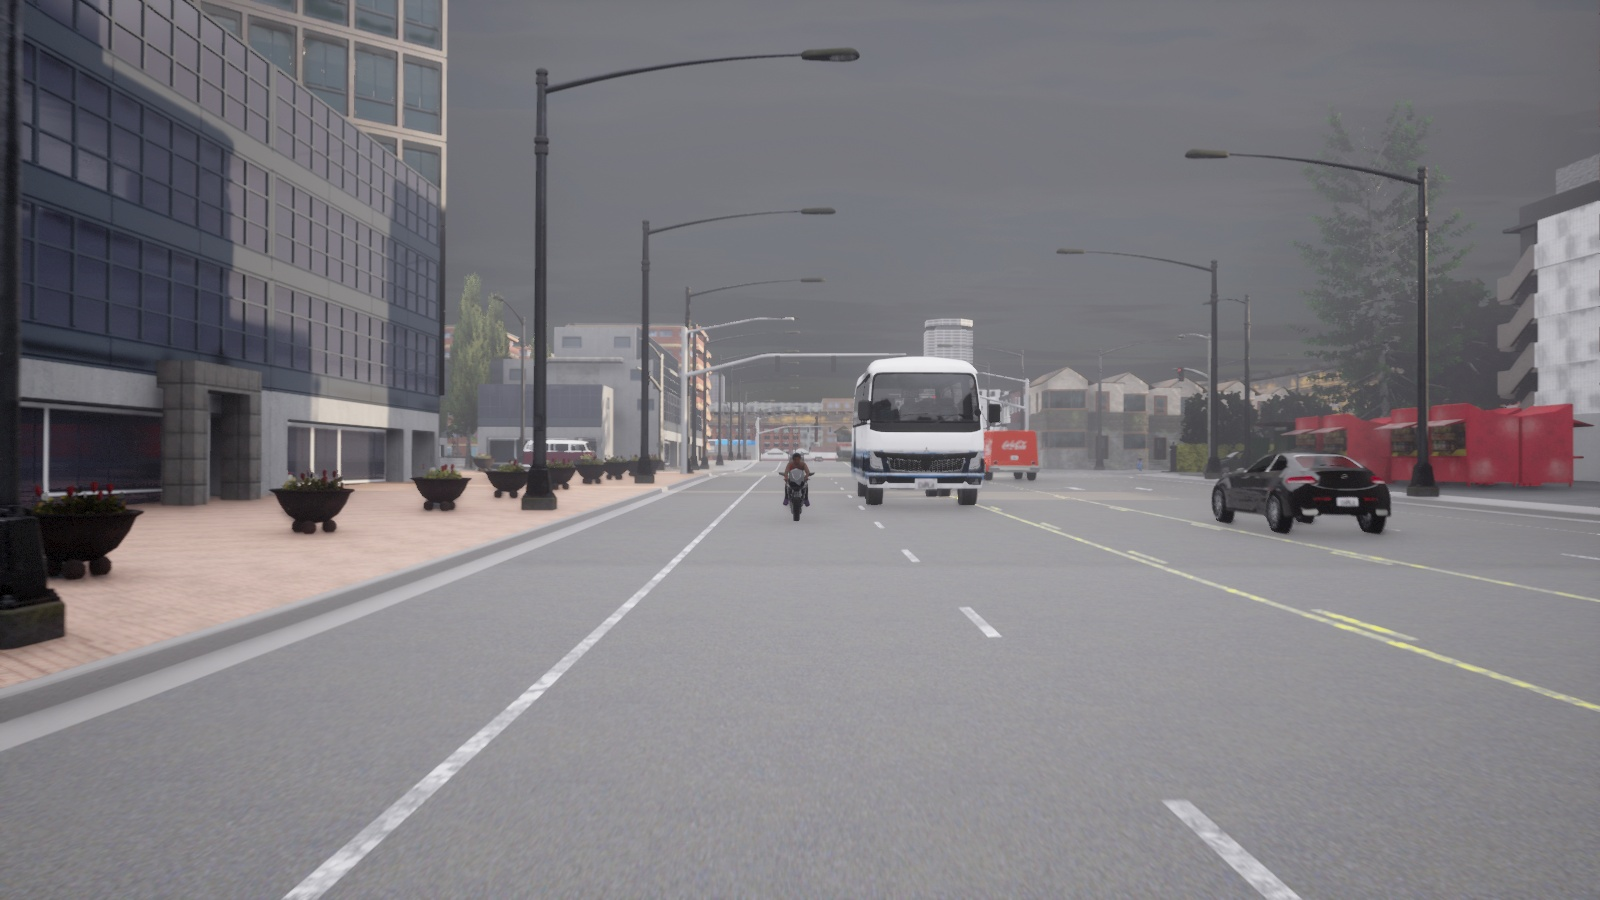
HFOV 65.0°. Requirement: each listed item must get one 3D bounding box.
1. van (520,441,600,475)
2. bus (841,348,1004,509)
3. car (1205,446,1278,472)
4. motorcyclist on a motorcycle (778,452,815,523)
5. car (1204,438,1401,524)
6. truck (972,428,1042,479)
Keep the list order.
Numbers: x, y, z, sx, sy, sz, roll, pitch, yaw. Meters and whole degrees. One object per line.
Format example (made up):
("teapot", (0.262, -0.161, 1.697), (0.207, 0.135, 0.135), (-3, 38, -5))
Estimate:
("van", (-14.645, 0.512, 76.745), (4.480, 2.038, 2.069), (0, -1, 0))
("bus", (3.401, -0.597, 38.388), (3.944, 4.253, 10.273), (0, 0, 0))
("car", (28.103, 0.549, 80.011), (3.988, 1.617, 1.851), (0, -1, 0))
("motorcyclist on a motorcycle", (-0.069, 0.822, 28.273), (0.797, 1.523, 2.044), (0, 0, 0))
("car", (10.434, 0.585, 26.587), (2.152, 1.651, 5.027), (0, 0, 0))
("truck", (10.345, 0.179, 63.232), (2.627, 2.467, 5.204), (0, 0, 0))
